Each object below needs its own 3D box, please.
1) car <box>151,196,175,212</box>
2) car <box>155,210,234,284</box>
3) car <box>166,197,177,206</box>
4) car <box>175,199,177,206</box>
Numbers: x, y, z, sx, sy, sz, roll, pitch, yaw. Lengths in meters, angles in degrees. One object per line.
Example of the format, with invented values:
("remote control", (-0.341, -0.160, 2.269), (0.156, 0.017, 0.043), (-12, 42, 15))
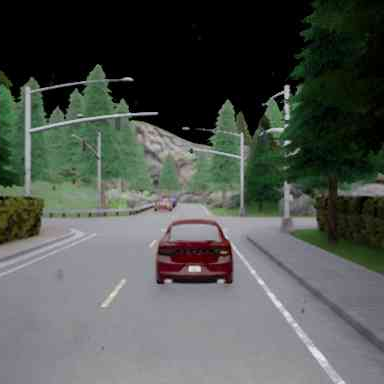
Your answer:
("car", (-3.607, 1.534, 42.435), (2.097, 1.767, 4.553), (0, 0, 0))
("car", (0.072, 1.520, 9.704), (1.882, 1.535, 5.008), (0, 0, 0))
("car", (-3.828, 1.742, 61.745), (1.882, 1.535, 5.008), (0, 0, -6))
("car", (-3.599, 1.699, 51.572), (1.882, 1.535, 5.008), (0, 0, 0))
